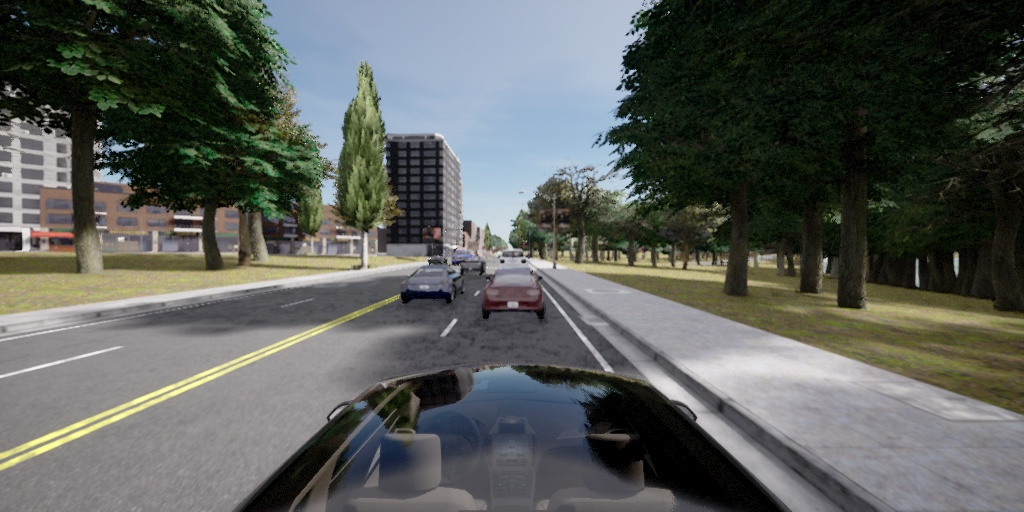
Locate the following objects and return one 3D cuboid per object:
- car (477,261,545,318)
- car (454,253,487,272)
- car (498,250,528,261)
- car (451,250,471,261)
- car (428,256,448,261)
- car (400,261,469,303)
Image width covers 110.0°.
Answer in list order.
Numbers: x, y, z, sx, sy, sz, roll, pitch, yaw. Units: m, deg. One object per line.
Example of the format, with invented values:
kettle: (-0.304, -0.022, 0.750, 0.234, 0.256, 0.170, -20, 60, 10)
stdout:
car: (0.061, 1.083, 11.876, 1.812, 1.442, 4.674, 0, 1, 1)
car: (-3.155, 0.746, 29.921, 2.128, 1.511, 4.902, 0, 1, 0)
car: (0.089, 0.495, 28.776, 2.150, 2.045, 5.566, 0, 1, 0)
car: (-6.549, 0.220, 47.343, 2.150, 2.045, 5.566, 0, 1, 0)
car: (-9.797, 0.594, 47.656, 1.895, 1.301, 4.718, 0, 1, 0)
car: (-3.166, 1.063, 14.994, 1.994, 1.385, 4.181, 0, 1, 0)
